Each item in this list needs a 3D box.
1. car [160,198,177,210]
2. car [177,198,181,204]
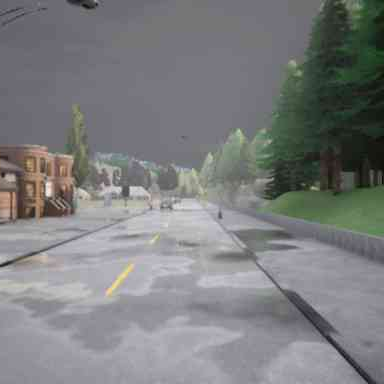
[{"bbox_3d":[-4.014,2.073,52.823,2.128,1.511,4.902,0,-1,0],"label":"car"},{"bbox_3d":[-3.996,2.480,91.559,1.882,1.535,5.008,0,-1,0],"label":"car"}]
